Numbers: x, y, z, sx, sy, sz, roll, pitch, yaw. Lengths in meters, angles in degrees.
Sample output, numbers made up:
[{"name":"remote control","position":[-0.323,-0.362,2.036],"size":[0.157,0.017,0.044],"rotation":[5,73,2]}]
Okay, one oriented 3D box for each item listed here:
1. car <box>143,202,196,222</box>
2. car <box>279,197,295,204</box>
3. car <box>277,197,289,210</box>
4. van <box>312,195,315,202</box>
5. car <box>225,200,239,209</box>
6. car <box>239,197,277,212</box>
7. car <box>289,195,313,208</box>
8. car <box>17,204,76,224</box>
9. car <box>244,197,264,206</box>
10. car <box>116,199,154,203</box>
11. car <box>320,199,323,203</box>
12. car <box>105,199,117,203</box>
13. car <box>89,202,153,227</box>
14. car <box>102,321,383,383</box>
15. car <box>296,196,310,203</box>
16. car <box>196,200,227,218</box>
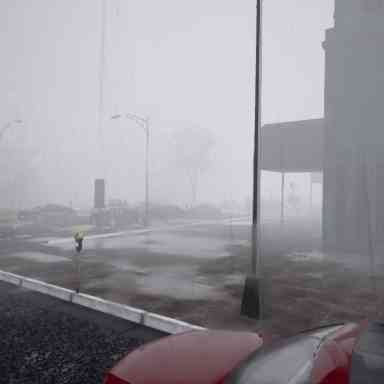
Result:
[{"name":"car","position":[-1.960,1.734,28.211],"size":[1.947,1.339,4.313],"rotation":[1,0,36]},{"name":"car","position":[21.322,1.847,74.396],"size":[1.947,1.339,4.313],"rotation":[1,0,36]},{"name":"car","position":[11.726,1.718,47.026],"size":[1.967,1.590,4.097],"rotation":[1,0,36]},{"name":"van","position":[31.164,1.704,87.831],"size":[1.690,1.788,3.998],"rotation":[1,0,36]},{"name":"car","position":[5.064,1.772,47.752],"size":[1.895,1.301,4.718],"rotation":[1,0,37]},{"name":"car","position":[8.474,1.567,42.528],"size":[2.192,1.841,5.009],"rotation":[1,0,36]},{"name":"car","position":[18.244,1.771,56.012],"size":[1.967,1.590,4.097],"rotation":[1,0,36]},{"name":"car","position":[-11.123,1.605,25.712],"size":[1.994,1.385,4.181],"rotation":[1,0,36]},{"name":"car","position":[11.381,1.724,60.825],"size":[1.752,1.417,4.829],"rotation":[1,0,36]},{"name":"car","position":[-4.795,1.639,34.352],"size":[2.033,1.411,5.357],"rotation":[1,0,36]},{"name":"car","position":[28.184,1.938,69.583],"size":[1.752,1.417,4.829],"rotation":[1,0,36]},{"name":"car","position":[-8.301,1.479,34.169],"size":[1.967,1.590,4.097],"rotation":[1,0,36]},{"name":"car","position":[-5.199,1.694,23.788],"size":[2.008,1.369,4.403],"rotation":[1,0,36]},{"name":"car","position":[1.124,1.582,2.059],"size":[4.206,1.307,1.802],"rotation":[0,1,35]},{"name":"car","position":[27.782,1.860,83.216],"size":[1.752,1.417,4.829],"rotation":[1,0,36]},{"name":"car","position":[1.278,1.776,32.632],"size":[1.802,1.307,4.206],"rotation":[1,0,36]}]
